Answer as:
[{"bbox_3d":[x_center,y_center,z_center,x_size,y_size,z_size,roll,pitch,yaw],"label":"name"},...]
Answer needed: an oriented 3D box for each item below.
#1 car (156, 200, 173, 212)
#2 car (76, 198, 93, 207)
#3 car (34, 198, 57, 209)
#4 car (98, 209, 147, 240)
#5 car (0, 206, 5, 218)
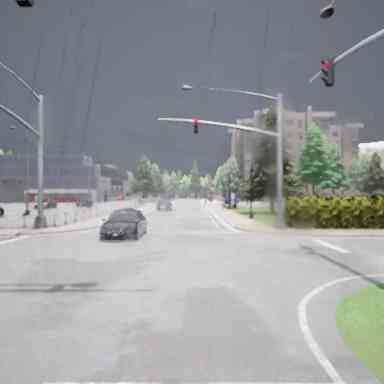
[{"bbox_3d":[-3.480,1.741,42.427,2.128,1.511,4.902,0,0,0],"label":"car"},{"bbox_3d":[-17.430,1.675,53.938,1.845,1.501,3.633,0,0,0],"label":"car"},{"bbox_3d":[-20.487,1.644,46.548,1.970,1.475,3.806,0,0,0],"label":"car"},{"bbox_3d":[-3.492,1.681,17.527,1.837,1.490,4.892,0,1,0],"label":"car"},{"bbox_3d":[-17.690,1.496,27.906,2.007,1.523,4.514,0,0,0],"label":"car"}]
